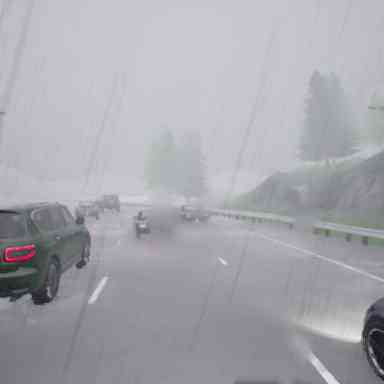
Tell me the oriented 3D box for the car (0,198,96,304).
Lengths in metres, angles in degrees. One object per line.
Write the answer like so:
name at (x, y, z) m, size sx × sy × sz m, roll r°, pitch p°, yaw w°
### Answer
car at (-4.069, 1.246, 8.234) m, size 2.150 × 2.045 × 5.566 m, roll 0°, pitch 0°, yaw -6°

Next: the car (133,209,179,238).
car at (-2.182, 1.622, 17.911) m, size 1.895 × 1.301 × 4.718 m, roll 0°, pitch 0°, yaw -12°

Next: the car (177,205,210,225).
car at (-0.254, 1.616, 24.345) m, size 1.895 × 1.301 × 4.718 m, roll 0°, pitch 0°, yaw -16°

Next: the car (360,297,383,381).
car at (3.270, 1.549, 2.736) m, size 1.994 × 1.385 × 4.181 m, roll 0°, pitch 0°, yaw -2°

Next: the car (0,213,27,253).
car at (-8.320, 1.649, 13.214) m, size 1.895 × 1.301 × 4.718 m, roll 0°, pitch 0°, yaw -10°

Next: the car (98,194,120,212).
car at (-10.167, 1.294, 39.536) m, size 2.150 × 2.045 × 5.566 m, roll 0°, pitch 0°, yaw -28°

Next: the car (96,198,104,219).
car at (-9.218, 1.553, 29.008) m, size 2.128 × 1.511 × 4.902 m, roll 0°, pitch 0°, yaw -20°

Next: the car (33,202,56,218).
car at (-14.692, 1.692, 33.045) m, size 1.895 × 1.301 × 4.718 m, roll 0°, pitch 0°, yaw -25°
